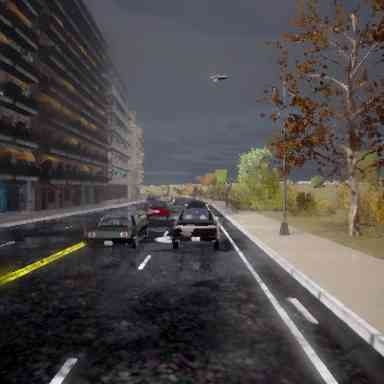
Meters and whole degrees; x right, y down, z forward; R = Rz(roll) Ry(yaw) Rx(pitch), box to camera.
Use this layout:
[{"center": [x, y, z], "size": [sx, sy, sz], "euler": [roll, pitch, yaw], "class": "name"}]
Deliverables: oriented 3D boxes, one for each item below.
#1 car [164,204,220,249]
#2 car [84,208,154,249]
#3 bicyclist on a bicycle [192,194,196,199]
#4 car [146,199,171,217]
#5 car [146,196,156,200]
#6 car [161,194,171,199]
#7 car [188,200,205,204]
[{"center": [0.176, 1.496, 14.531], "size": [2.128, 1.511, 4.902], "euler": [0, 0, 1], "class": "car"}, {"center": [-3.073, 1.616, 14.610], "size": [1.895, 1.301, 4.718], "euler": [0, 0, 1], "class": "car"}, {"center": [0.874, 1.479, 90.602], "size": [0.582, 1.620, 1.656], "euler": [0, 0, -3], "class": "bicyclist on a bicycle"}, {"center": [-2.848, 1.576, 29.580], "size": [1.994, 1.385, 4.181], "euler": [0, 0, 1], "class": "car"}, {"center": [-9.241, 1.502, 75.889], "size": [1.994, 1.385, 4.181], "euler": [0, 0, -1], "class": "car"}, {"center": [-5.993, 1.303, 76.022], "size": [2.097, 1.767, 4.553], "euler": [0, 0, -1], "class": "car"}, {"center": [0.402, 1.489, 29.531], "size": [1.882, 1.535, 5.008], "euler": [0, 0, 1], "class": "car"}]
